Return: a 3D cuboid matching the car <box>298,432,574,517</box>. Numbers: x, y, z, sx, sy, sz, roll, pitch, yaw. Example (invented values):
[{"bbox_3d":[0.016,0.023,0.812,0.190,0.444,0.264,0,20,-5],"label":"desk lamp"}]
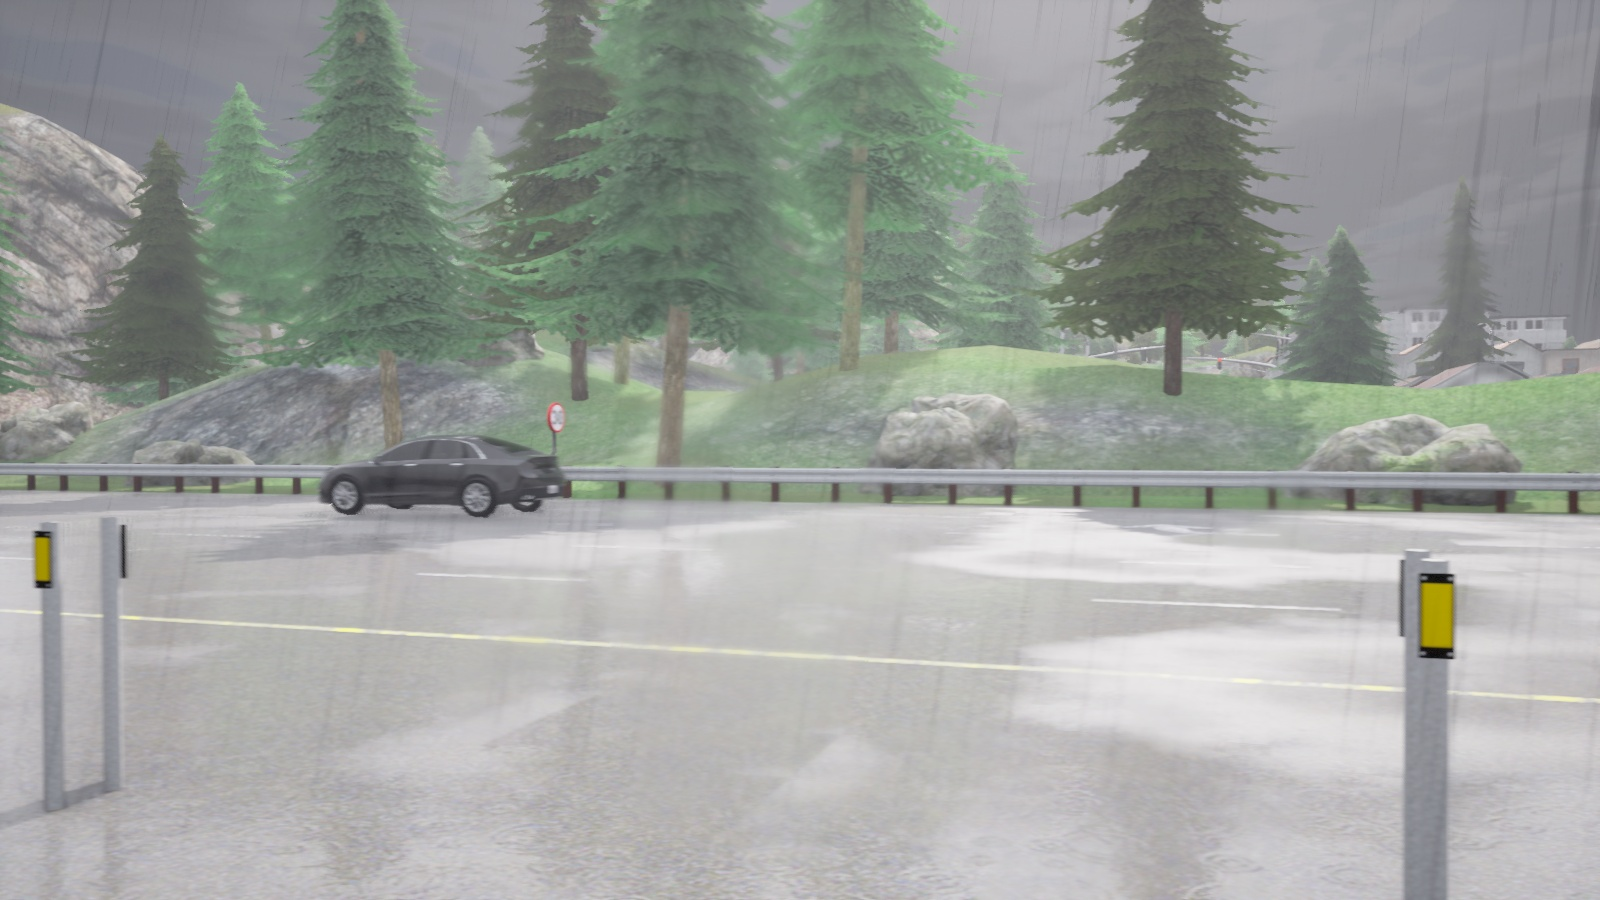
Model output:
[{"bbox_3d":[-6.940,0.421,23.993,4.892,1.490,1.837,1,1,19],"label":"car"}]
